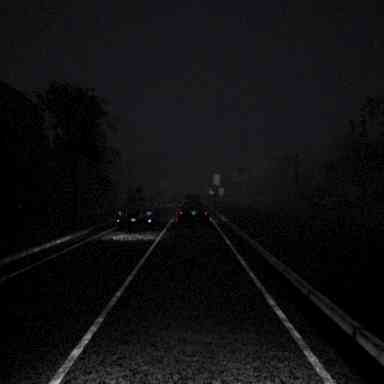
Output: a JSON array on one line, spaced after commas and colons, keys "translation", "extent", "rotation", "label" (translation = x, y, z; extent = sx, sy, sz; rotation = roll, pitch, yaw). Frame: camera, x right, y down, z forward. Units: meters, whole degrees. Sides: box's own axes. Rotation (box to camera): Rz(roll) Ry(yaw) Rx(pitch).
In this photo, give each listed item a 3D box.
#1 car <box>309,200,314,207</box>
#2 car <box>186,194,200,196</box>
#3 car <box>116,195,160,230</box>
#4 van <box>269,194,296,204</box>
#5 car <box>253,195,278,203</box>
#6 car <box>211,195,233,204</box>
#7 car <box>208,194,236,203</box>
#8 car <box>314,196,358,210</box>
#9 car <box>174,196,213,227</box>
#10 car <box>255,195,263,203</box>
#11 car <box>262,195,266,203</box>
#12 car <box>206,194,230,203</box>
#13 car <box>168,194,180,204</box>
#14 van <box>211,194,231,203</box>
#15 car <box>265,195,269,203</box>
[{"translation": [18.702, 1.508, 46.110], "extent": [4.674, 1.452, 2.002], "rotation": [0, 0, 0], "label": "car"}, {"translation": [0.106, 1.243, 40.235], "extent": [2.150, 2.045, 5.566], "rotation": [0, 0, 0], "label": "car"}, {"translation": [-3.342, 1.234, 21.705], "extent": [2.150, 2.045, 5.566], "rotation": [0, 0, 0], "label": "car"}, {"translation": [18.455, 1.390, 66.906], "extent": [4.442, 1.987, 1.878], "rotation": [0, -1, 0], "label": "van"}, {"translation": [18.391, 1.762, 83.539], "extent": [5.566, 2.045, 2.435], "rotation": [0, -2, -1], "label": "car"}, {"translation": [6.308, 1.549, 70.377], "extent": [4.553, 1.767, 2.185], "rotation": [0, -1, 0], "label": "car"}, {"translation": [6.114, 1.620, 67.455], "extent": [5.366, 1.575, 1.946], "rotation": [0, -1, 0], "label": "car"}, {"translation": [18.771, 1.340, 42.940], "extent": [4.553, 1.767, 2.185], "rotation": [0, 0, 0], "label": "car"}, {"translation": [0.109, 1.364, 22.977], "extent": [2.097, 1.767, 4.553], "rotation": [0, 0, 0], "label": "car"}, {"translation": [18.458, 1.600, 78.079], "extent": [5.566, 2.045, 2.435], "rotation": [0, -2, -1], "label": "car"}, {"translation": [18.716, 1.715, 72.359], "extent": [5.366, 1.575, 1.946], "rotation": [0, -1, 0], "label": "car"}, {"translation": [6.227, 1.641, 79.606], "extent": [5.566, 2.045, 2.435], "rotation": [0, -1, -1], "label": "car"}, {"translation": [-3.276, 1.290, 63.328], "extent": [2.150, 2.045, 5.566], "rotation": [0, -1, 1], "label": "car"}, {"translation": [6.369, 1.514, 73.416], "extent": [4.442, 1.987, 1.878], "rotation": [0, -1, 0], "label": "van"}, {"translation": [18.736, 1.662, 69.698], "extent": [5.366, 1.575, 1.946], "rotation": [0, -1, 0], "label": "car"}]
